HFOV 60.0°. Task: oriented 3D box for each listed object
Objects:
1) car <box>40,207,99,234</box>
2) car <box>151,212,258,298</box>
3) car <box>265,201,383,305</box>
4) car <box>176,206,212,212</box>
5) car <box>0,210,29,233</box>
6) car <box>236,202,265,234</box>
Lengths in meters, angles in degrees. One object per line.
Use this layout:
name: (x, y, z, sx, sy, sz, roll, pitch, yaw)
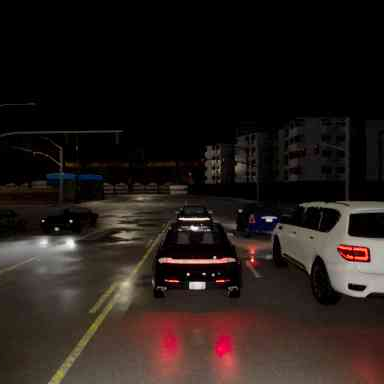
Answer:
car: (-6.993, 1.591, 19.397, 1.895, 1.301, 4.718, 0, 0, 0)
car: (0.102, 1.499, 8.527, 2.128, 1.511, 4.902, 0, 0, 0)
car: (3.594, 1.220, 8.240, 2.150, 2.045, 5.566, 0, 0, 0)
car: (0.111, 1.473, 17.940, 2.128, 1.511, 4.902, 0, 0, 0)
car: (-10.516, 1.610, 17.248, 1.895, 1.301, 4.718, 0, 0, 1)
car: (3.609, 1.328, 17.663, 2.097, 1.767, 4.553, 0, 0, 0)
